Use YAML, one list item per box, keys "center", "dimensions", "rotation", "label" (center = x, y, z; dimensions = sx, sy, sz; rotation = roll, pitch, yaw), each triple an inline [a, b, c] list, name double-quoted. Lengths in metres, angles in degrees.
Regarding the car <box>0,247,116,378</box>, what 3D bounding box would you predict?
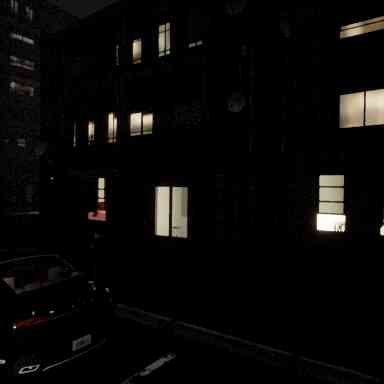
- center: [-3.084, 1.549, 5.215]
  dimensions: [4.403, 1.369, 2.008]
  rotation: [0, 1, 36]
  label: "car"
